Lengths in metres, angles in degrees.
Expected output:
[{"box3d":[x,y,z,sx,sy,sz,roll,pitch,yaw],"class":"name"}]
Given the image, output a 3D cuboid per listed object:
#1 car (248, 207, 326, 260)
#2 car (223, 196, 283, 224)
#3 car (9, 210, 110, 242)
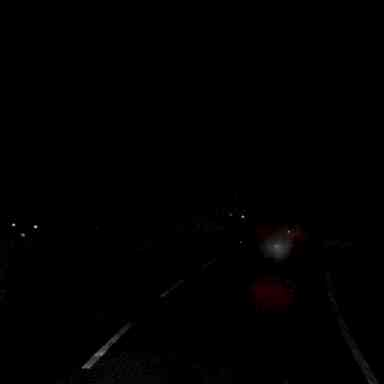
[{"box3d":[3.902,1.554,12.819,1.837,1.490,4.892,0,-1,28],"class":"car"},{"box3d":[4.780,1.293,25.497,5.566,2.045,2.150,1,0,-42],"class":"car"},{"box3d":[-6.273,1.554,16.292,1.895,1.301,4.718,0,0,27],"class":"car"}]
